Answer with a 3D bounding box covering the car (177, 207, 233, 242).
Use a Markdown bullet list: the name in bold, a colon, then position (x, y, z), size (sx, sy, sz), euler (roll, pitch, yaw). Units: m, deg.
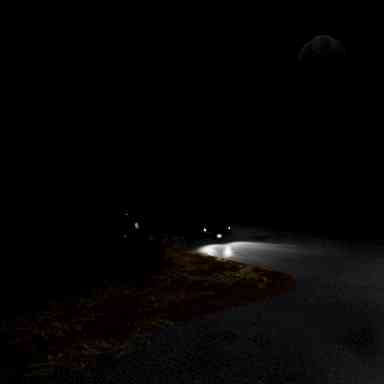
- **car**: position (-0.422, 1.467, 16.169), size (2.033, 1.411, 5.357), euler (1, 0, -36)
